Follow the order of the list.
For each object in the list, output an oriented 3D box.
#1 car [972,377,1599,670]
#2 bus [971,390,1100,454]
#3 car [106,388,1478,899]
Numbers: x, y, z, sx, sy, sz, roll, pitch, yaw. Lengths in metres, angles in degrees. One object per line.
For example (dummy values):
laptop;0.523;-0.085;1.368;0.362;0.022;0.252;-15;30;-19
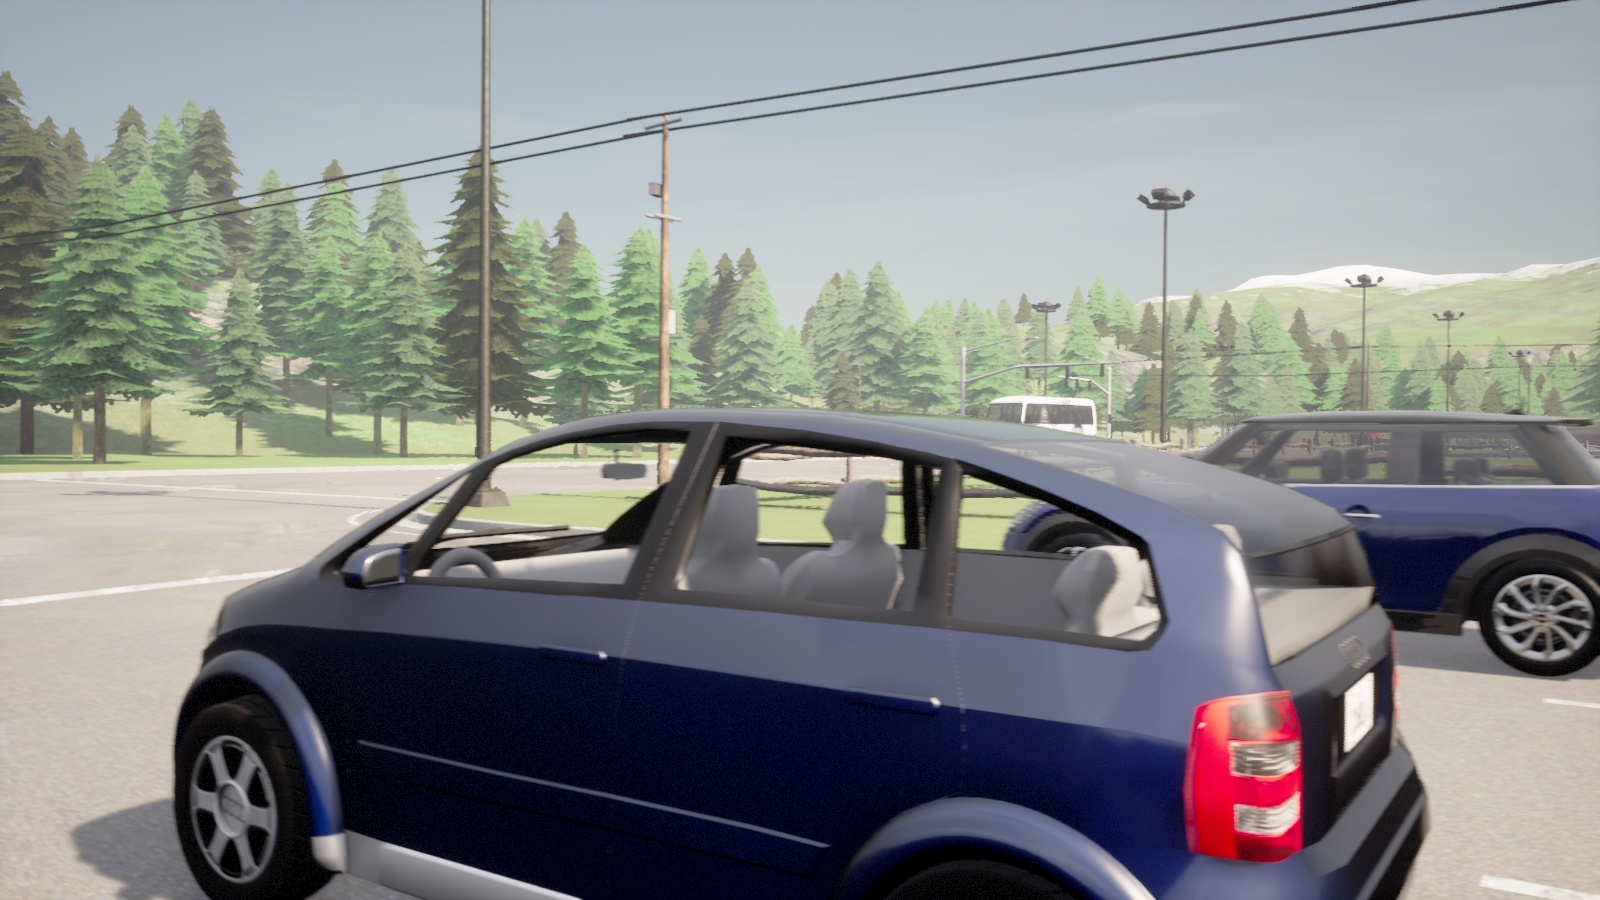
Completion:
car;3.831;0.428;9.479;4.553;1.767;2.097;0;1;34
bus;16.807;-1.973;89.086;3.944;4.253;10.273;0;1;44
car;-0.173;0.663;3.737;3.705;1.549;1.789;0;1;34
